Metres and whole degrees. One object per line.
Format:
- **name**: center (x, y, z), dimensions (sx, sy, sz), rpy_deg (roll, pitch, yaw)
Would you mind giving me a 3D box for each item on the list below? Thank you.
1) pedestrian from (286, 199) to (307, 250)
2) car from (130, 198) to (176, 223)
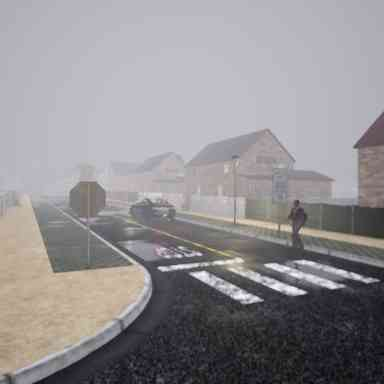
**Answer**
- **pedestrian**: center (3.750, 1.160, 11.912), dimensions (0.375, 1.860, 0.375), rpy_deg (2, -1, -27)
- **car**: center (-2.697, 1.148, 22.060), dimensions (2.128, 1.511, 4.902), rpy_deg (0, 1, -27)
